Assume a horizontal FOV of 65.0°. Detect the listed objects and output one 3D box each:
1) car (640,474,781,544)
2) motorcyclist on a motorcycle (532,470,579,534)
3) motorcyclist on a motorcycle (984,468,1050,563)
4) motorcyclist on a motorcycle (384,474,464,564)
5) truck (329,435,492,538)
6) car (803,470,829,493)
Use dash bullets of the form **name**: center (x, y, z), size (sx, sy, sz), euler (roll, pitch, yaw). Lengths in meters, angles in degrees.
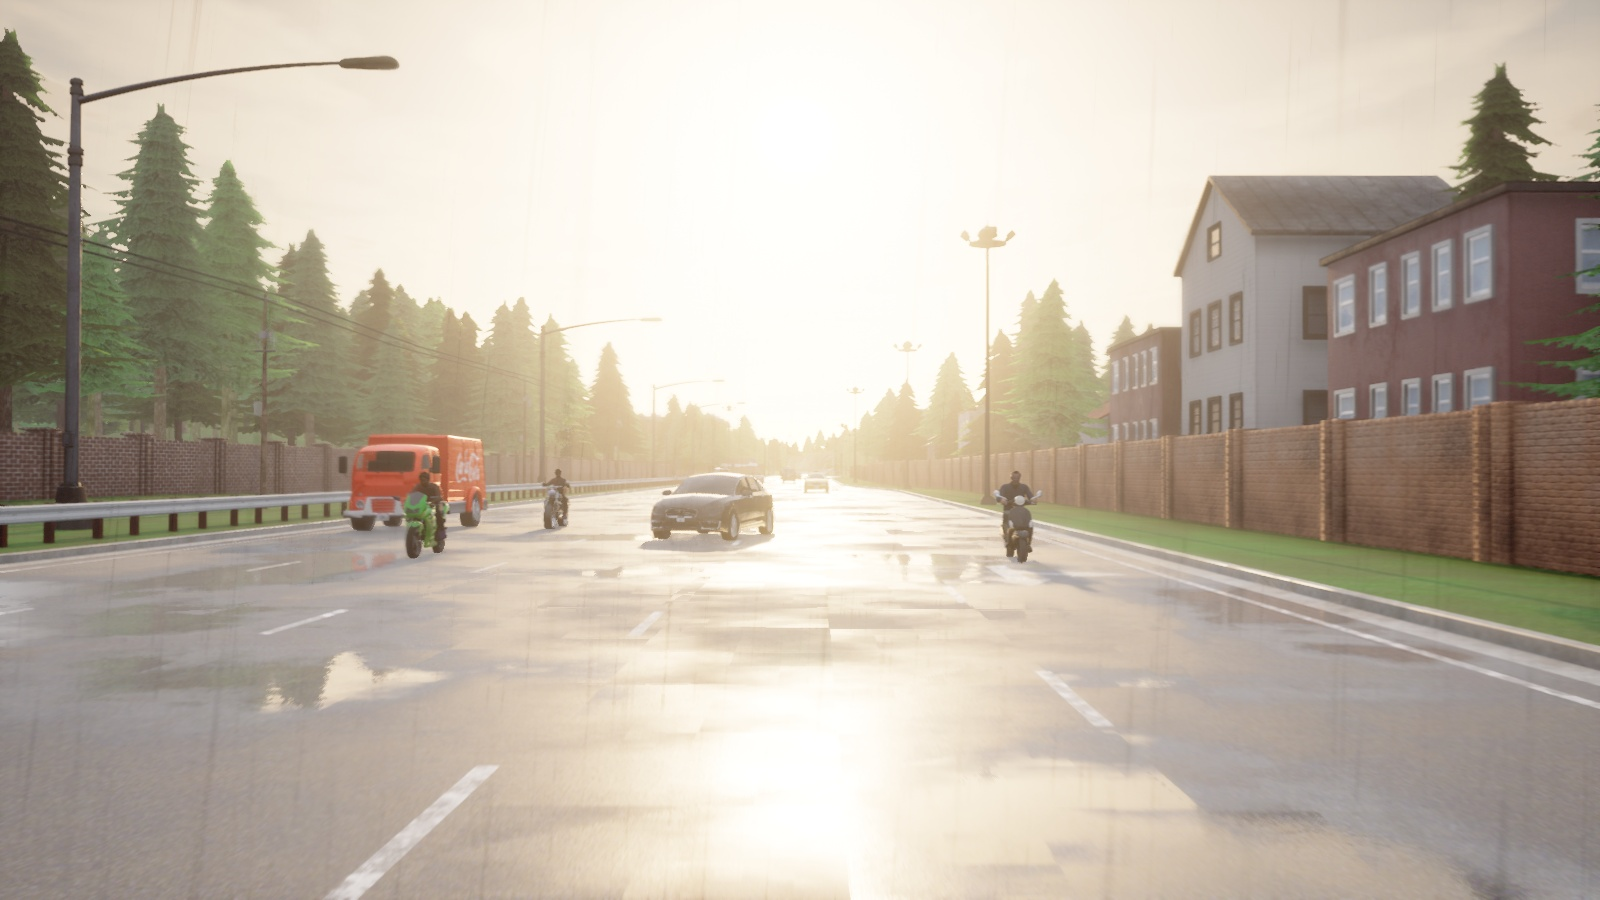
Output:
- **car**: center (-1.996, 1.324, 29.629), size (1.837, 1.490, 4.892), euler (0, -1, 15)
- **motorcyclist on a motorcycle**: center (-6.554, 1.357, 33.734), size (0.766, 1.649, 2.350), euler (0, -1, 1)
- **motorcyclist on a motorcycle**: center (3.805, 1.123, 22.160), size (0.866, 1.590, 1.817), euler (0, -1, 1)
- **motorcyclist on a motorcycle**: center (-6.692, 1.201, 22.471), size (0.797, 1.523, 2.044), euler (0, -1, 1)
- **truck**: center (-10.064, 0.922, 32.987), size (2.627, 2.467, 5.204), euler (0, -1, 1)
- **car**: center (1.162, 2.277, 91.300), size (1.801, 1.575, 5.366), euler (0, -1, 1)
